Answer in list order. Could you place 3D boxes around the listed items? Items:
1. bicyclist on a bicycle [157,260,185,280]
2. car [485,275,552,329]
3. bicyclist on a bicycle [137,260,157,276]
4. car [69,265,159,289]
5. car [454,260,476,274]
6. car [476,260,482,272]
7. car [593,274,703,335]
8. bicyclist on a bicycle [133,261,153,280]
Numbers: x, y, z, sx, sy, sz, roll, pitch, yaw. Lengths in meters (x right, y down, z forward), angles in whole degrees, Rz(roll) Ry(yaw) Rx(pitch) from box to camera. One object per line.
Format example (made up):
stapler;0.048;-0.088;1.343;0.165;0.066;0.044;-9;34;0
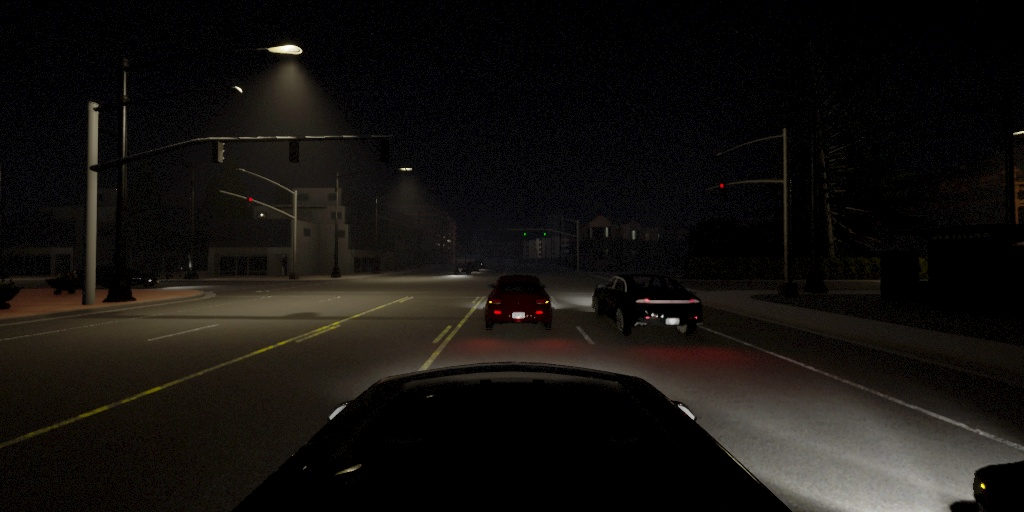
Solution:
bicyclist on a bicycle;-29.274;1.261;31.003;1.656;1.620;0.582;1;-1;-22
car;0.204;1.304;11.192;1.812;1.442;4.674;0;0;1
bicyclist on a bicycle;-31.174;1.150;31.273;1.656;1.620;0.582;26;-1;-24
car;-25.847;1.354;23.267;4.892;1.490;1.837;0;-1;1
car;-6.494;1.639;47.806;2.128;1.511;4.902;0;0;1
car;-6.360;1.703;57.142;1.837;1.490;4.892;0;0;1
car;3.691;1.267;10.559;2.128;1.511;4.902;0;0;1
bicyclist on a bicycle;-32.639;1.277;31.721;1.656;1.620;0.582;1;0;19
